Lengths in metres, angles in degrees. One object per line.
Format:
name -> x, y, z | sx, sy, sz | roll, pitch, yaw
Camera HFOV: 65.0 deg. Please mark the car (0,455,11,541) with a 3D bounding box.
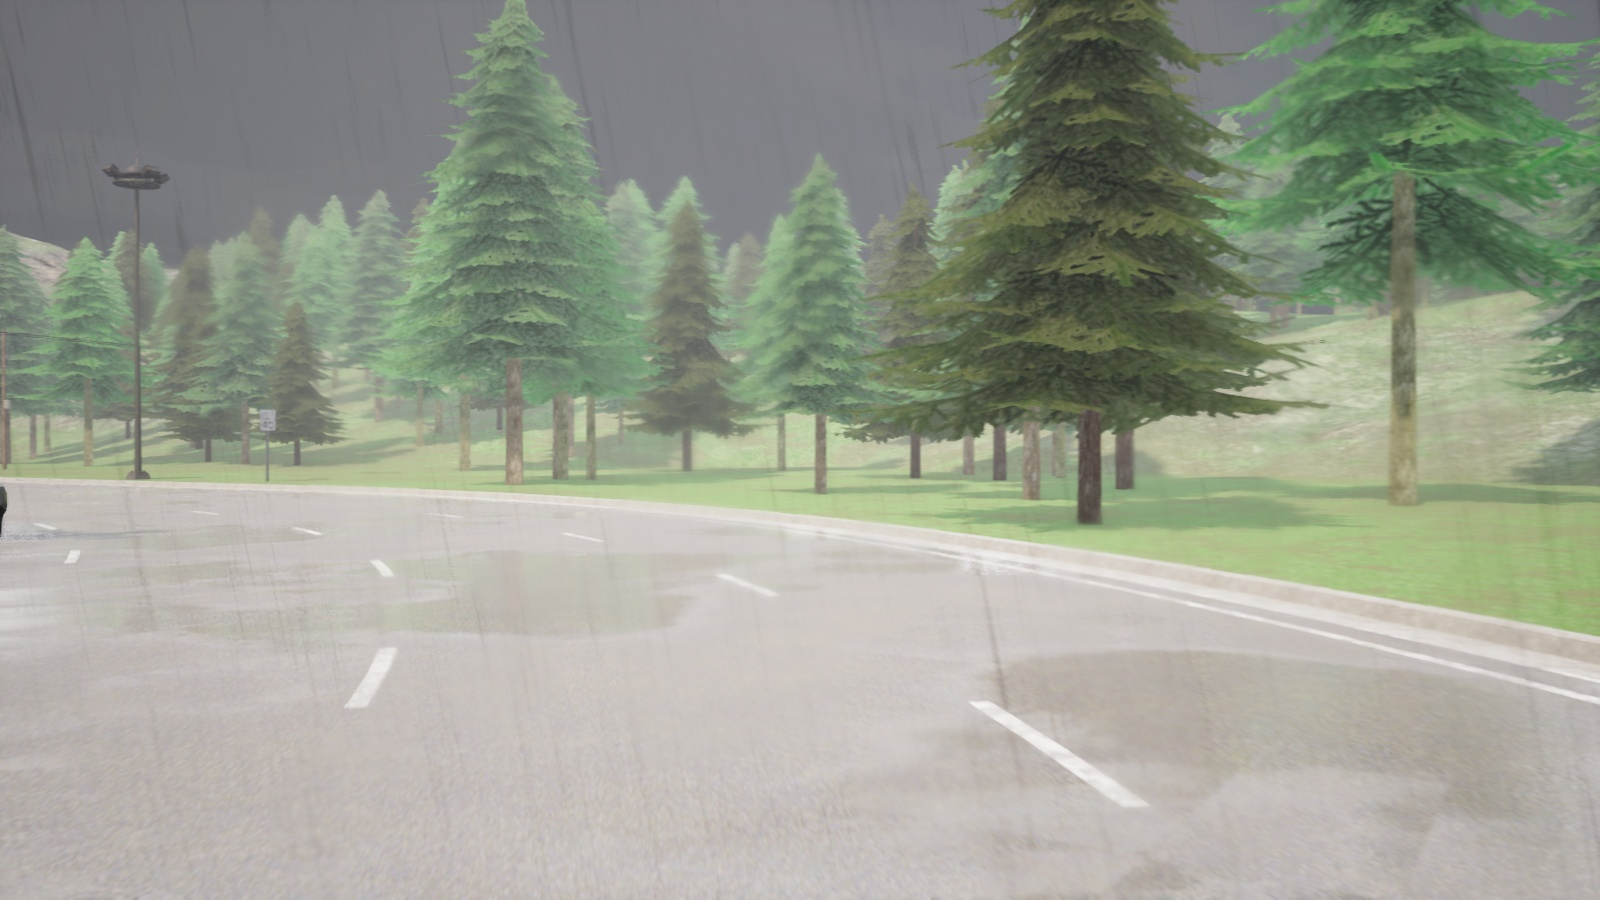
car -> -14.322, 0.734, 20.730 | 1.895, 1.301, 4.718 | 0, 0, -36
